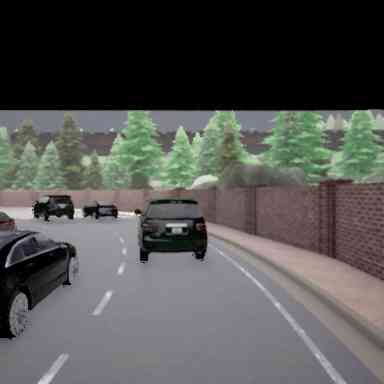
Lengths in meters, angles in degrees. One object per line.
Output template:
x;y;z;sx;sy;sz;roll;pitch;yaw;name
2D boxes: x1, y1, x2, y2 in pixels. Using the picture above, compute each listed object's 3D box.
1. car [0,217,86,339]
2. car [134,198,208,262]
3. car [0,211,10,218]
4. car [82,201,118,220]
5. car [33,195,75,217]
-3.679;1.496;6.504;2.128;1.511;4.902;0;0;-4;car
-0.927;1.229;12.478;2.150;2.045;5.566;0;0;-10;car
-8.411;1.487;13.174;1.882;1.535;5.008;0;0;-17;car
-7.899;1.510;28.333;2.128;1.511;4.902;0;0;-35;car
-11.484;1.240;27.493;2.150;2.045;5.566;0;0;-37;car
